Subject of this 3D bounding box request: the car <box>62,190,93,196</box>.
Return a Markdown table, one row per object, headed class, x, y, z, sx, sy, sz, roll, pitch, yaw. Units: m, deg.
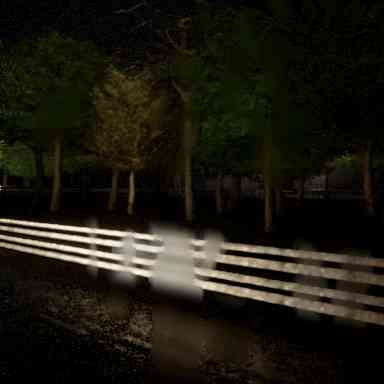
| class | x | y | z | sx | sy | sz | roll | pitch | yaw |
| --- | --- | --- | --- | --- | --- | --- | --- | --- | --- |
| car | -18.413 | -0.140 | 53.578 | 4.792 | 1.488 | 2.163 | 0 | 1 | -5 |
